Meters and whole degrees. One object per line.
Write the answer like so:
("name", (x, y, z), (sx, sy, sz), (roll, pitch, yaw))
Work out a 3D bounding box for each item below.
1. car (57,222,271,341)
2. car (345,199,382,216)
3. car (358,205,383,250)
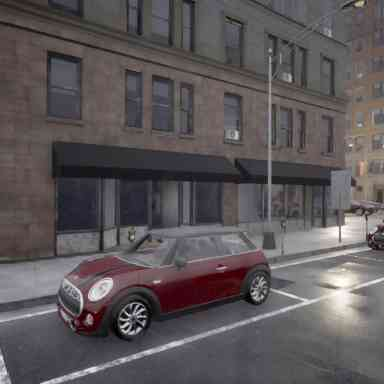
("car", (-0.406, 1.441, 6.456), (4.097, 1.590, 1.967), (0, 0, -35))
("car", (14.774, 1.403, 31.720), (1.882, 1.535, 5.008), (1, 0, -37))
("car", (8.555, 1.445, 12.813), (4.097, 1.590, 1.967), (0, 0, -35))
